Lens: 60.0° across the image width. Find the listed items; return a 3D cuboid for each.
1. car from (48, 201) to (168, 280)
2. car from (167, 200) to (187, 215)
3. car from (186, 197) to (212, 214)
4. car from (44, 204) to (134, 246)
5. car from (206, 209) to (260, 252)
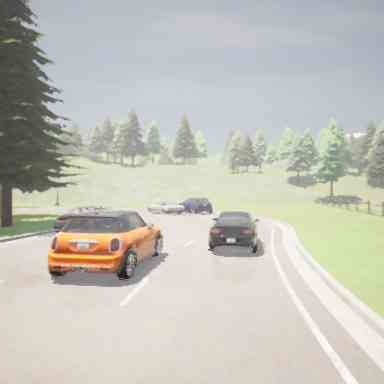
[{"bbox_3d":[-2.340,1.334,10.179,2.097,1.767,4.553,0,0,8],"label":"car"},{"bbox_3d":[-2.811,1.565,33.432,1.895,1.301,4.718,0,0,-35],"label":"car"},{"bbox_3d":[0.170,1.328,34.718,2.097,1.767,4.553,0,0,-31],"label":"car"},{"bbox_3d":[-4.762,1.459,16.371,2.128,1.511,4.902,0,0,12],"label":"car"},{"bbox_3d":[1.811,1.524,13.852,1.812,1.442,4.674,0,0,11],"label":"car"}]
